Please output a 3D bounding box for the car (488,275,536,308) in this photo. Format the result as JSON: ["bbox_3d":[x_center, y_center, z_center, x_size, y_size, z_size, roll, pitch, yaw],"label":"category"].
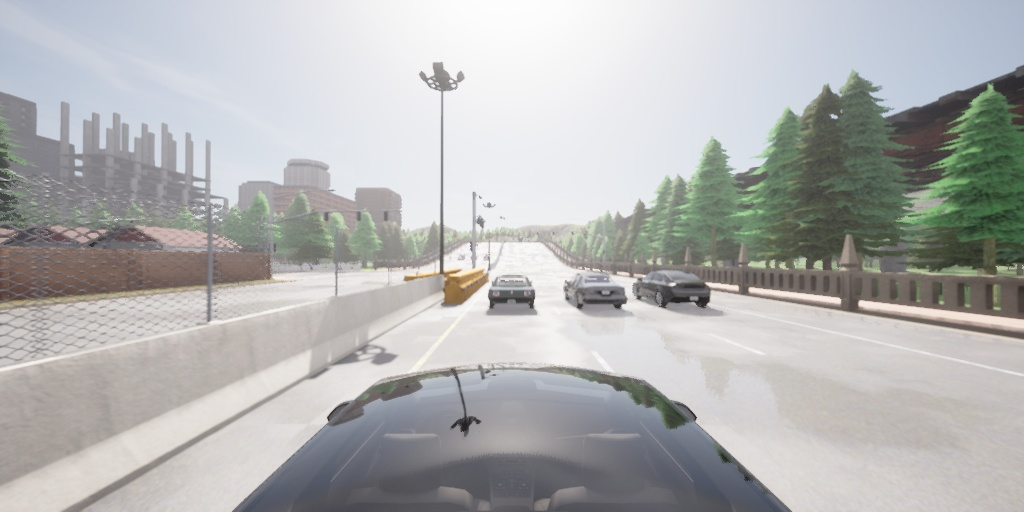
[{"bbox_3d":[-0.008,1.491,15.981,1.895,1.301,4.718,0,-1,0],"label":"car"}]

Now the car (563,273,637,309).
[{"bbox_3d":[3.491,1.436,15.867,2.033,1.411,5.357,0,-1,0],"label":"car"}]

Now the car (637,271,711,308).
[{"bbox_3d":[6.993,1.399,16.185,1.837,1.490,4.892,0,0,0],"label":"car"}]
